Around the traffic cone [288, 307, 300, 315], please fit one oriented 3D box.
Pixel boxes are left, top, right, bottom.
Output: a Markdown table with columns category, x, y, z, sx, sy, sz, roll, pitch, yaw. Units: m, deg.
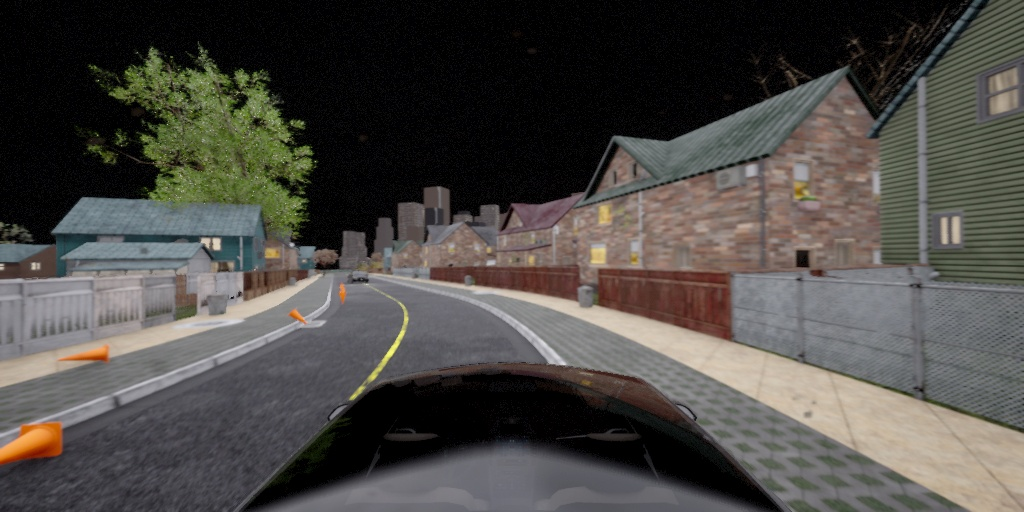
| category | x | y | z | sx | sy | sz | roll | pitch | yaw |
| --- | --- | --- | --- | --- | --- | --- | --- | --- | --- |
| traffic cone | -6.741 | 1.419 | 10.973 | 0.340 | 0.580 | 0.340 | 0 | 0 | -21 |

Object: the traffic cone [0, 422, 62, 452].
| category | x | y | z | sx | sy | sz | roll | pitch | yaw |
| --- | --- | --- | --- | --- | --- | --- | --- | --- | --- |
| traffic cone | -4.882 | 1.615 | 3.723 | 0.340 | 0.580 | 0.340 | 0 | 0 | -11 |

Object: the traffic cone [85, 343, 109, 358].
| category | x | y | z | sx | sy | sz | roll | pitch | yaw |
| --- | --- | --- | --- | --- | --- | --- | --- | --- | --- |
| traffic cone | -7.676 | 1.552 | 6.802 | 0.340 | 0.580 | 0.340 | 0 | 0 | -9 |

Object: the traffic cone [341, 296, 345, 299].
| category | x | y | z | sx | sy | sz | roll | pitch | yaw |
| --- | --- | --- | --- | --- | --- | --- | --- | --- | --- |
| traffic cone | -10.977 | 2.327 | 23.509 | 0.340 | 0.580 | 0.340 | 0 | 0 | -26 |

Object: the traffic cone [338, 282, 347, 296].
| category | x | y | z | sx | sy | sz | roll | pitch | yaw |
| --- | --- | --- | --- | --- | --- | --- | --- | --- | --- |
| traffic cone | -8.462 | 1.555 | 17.937 | 0.340 | 0.580 | 0.340 | 0 | 0 | -15 |

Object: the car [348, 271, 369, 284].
| category | x | y | z | sx | sy | sz | roll | pitch | yaw |
| --- | --- | --- | --- | --- | --- | --- | --- | --- | --- |
| car | -18.038 | 2.468 | 42.023 | 1.837 | 1.490 | 4.892 | 0 | -2 | -32 |
